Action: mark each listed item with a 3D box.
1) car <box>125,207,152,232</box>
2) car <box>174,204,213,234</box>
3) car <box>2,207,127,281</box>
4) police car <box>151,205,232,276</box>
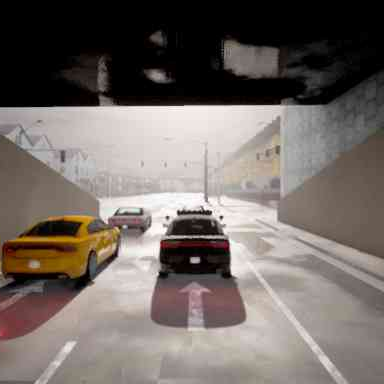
[{"bbox_3d":[-3.424,1.490,19.225,1.895,1.301,4.718,0,0,0],"label":"car"},{"bbox_3d":[0.074,1.453,19.273,1.994,1.385,4.181,0,0,0],"label":"car"},{"bbox_3d":[-3.420,1.421,9.699,1.882,1.535,5.008,0,0,0],"label":"car"},{"bbox_3d":[0.076,1.365,10.311,1.930,1.638,5.238,0,0,0],"label":"police car"}]
